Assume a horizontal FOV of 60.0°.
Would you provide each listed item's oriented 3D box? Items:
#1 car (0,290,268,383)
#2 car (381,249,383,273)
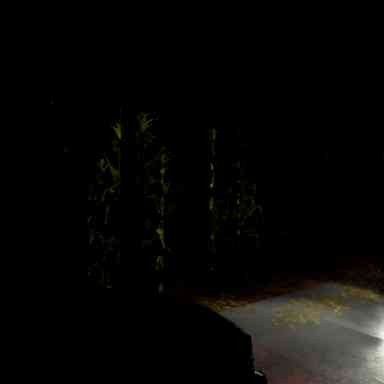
[{"bbox_3d":[-1.877,1.548,2.162,5.357,1.411,2.033,0,0,-35],"label":"car"},{"bbox_3d":[7.168,1.340,8.597,5.566,2.045,2.150,2,-1,-35],"label":"car"}]
